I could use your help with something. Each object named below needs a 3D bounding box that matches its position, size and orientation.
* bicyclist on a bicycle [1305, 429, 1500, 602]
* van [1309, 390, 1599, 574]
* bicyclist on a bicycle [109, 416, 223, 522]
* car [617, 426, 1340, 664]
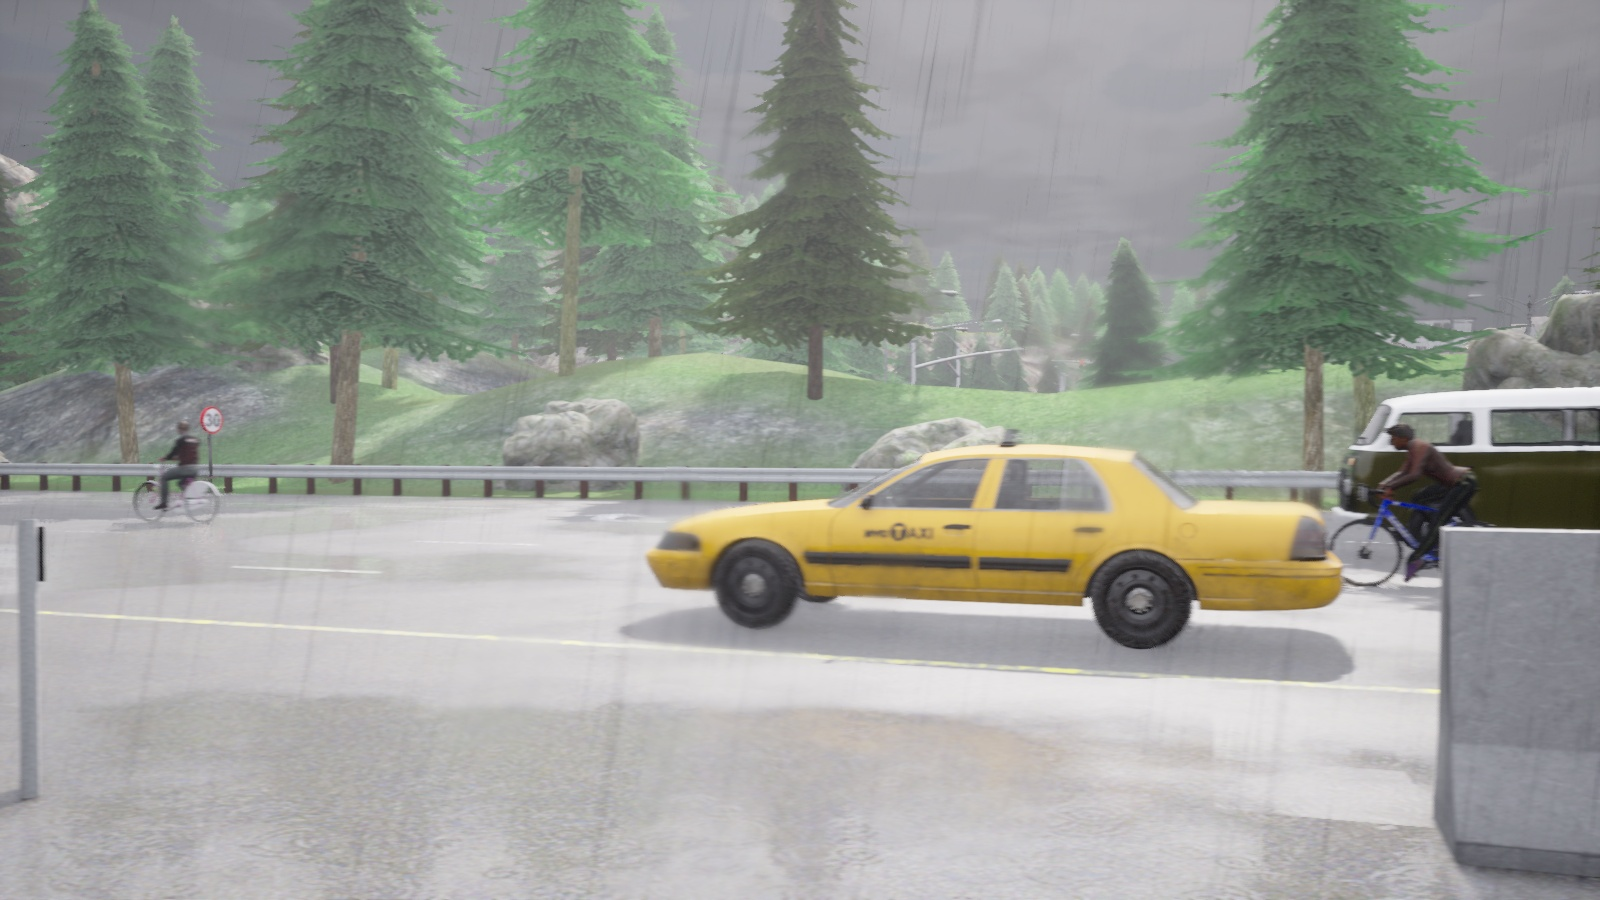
[{"bbox_3d":[5.857,0.604,12.298,1.656,1.620,0.582,0,1,19],"label":"bicyclist on a bicycle"},{"bbox_3d":[8.591,0.338,15.069,4.480,2.038,2.069,0,1,19],"label":"van"},{"bbox_3d":[-10.926,0.309,21.640,1.843,1.776,0.659,1,1,19],"label":"bicyclist on a bicycle"},{"bbox_3d":[1.355,0.609,10.122,5.366,1.575,1.801,1,1,19],"label":"car"}]
